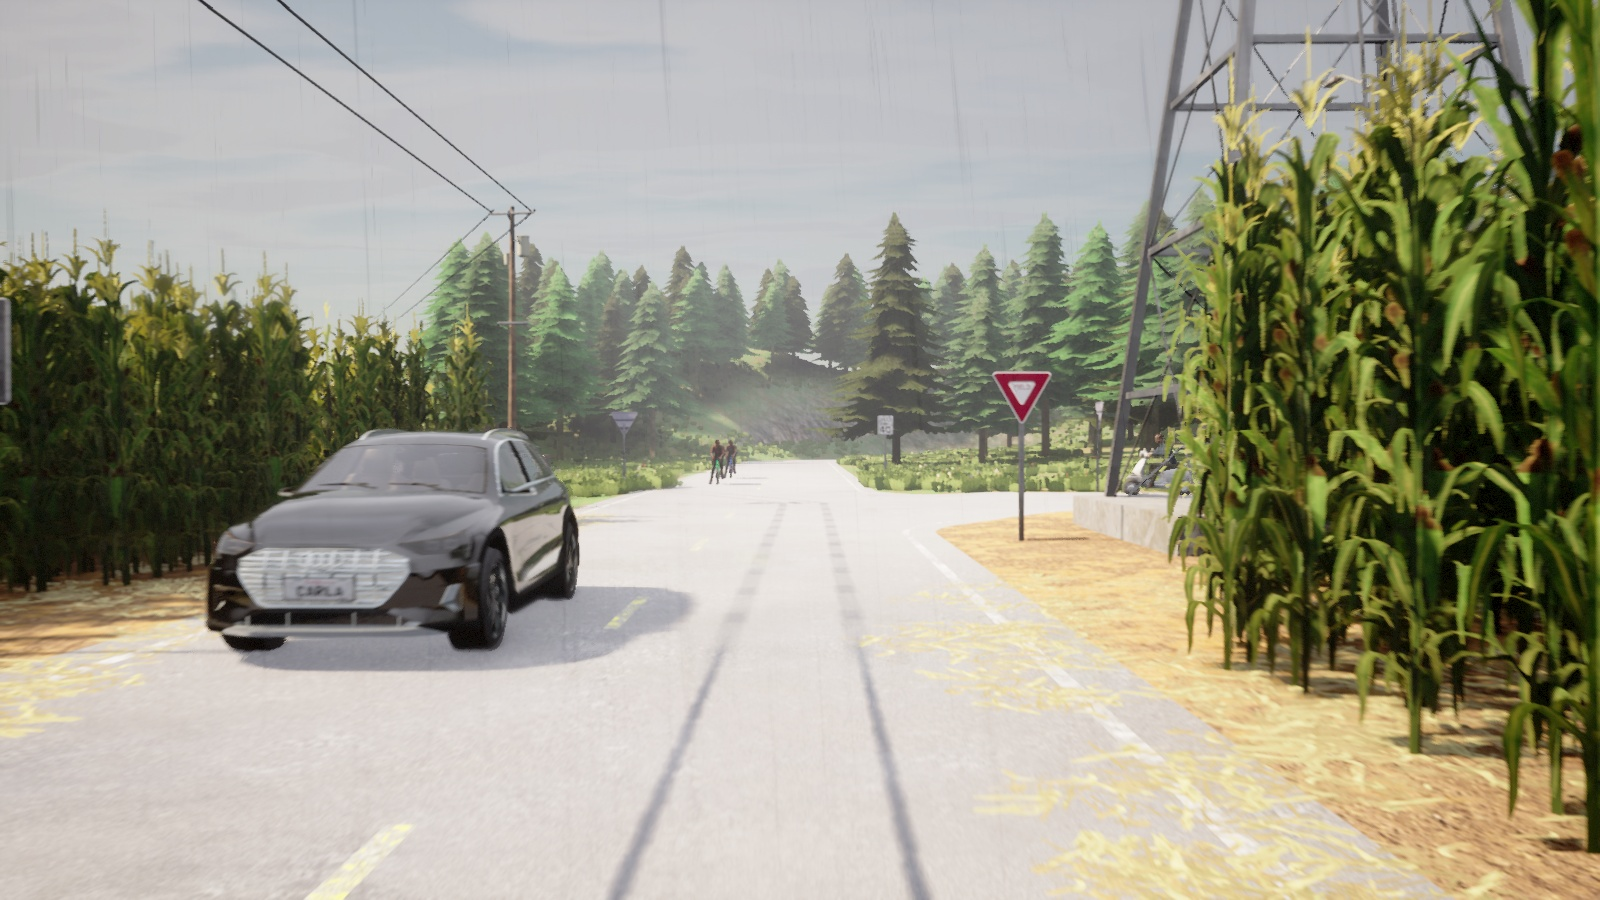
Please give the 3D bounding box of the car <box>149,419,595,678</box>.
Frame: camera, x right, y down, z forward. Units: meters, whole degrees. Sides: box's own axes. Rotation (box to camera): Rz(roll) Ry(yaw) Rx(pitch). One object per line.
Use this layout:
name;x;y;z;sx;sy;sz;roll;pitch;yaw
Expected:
car;-3.127;0.615;10.441;2.033;1.649;4.856;0;0;0

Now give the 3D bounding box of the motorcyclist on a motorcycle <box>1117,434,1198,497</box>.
motorcyclist on a motorcycle;9.045;0.388;31.806;1.817;1.590;0.866;0;0;1
